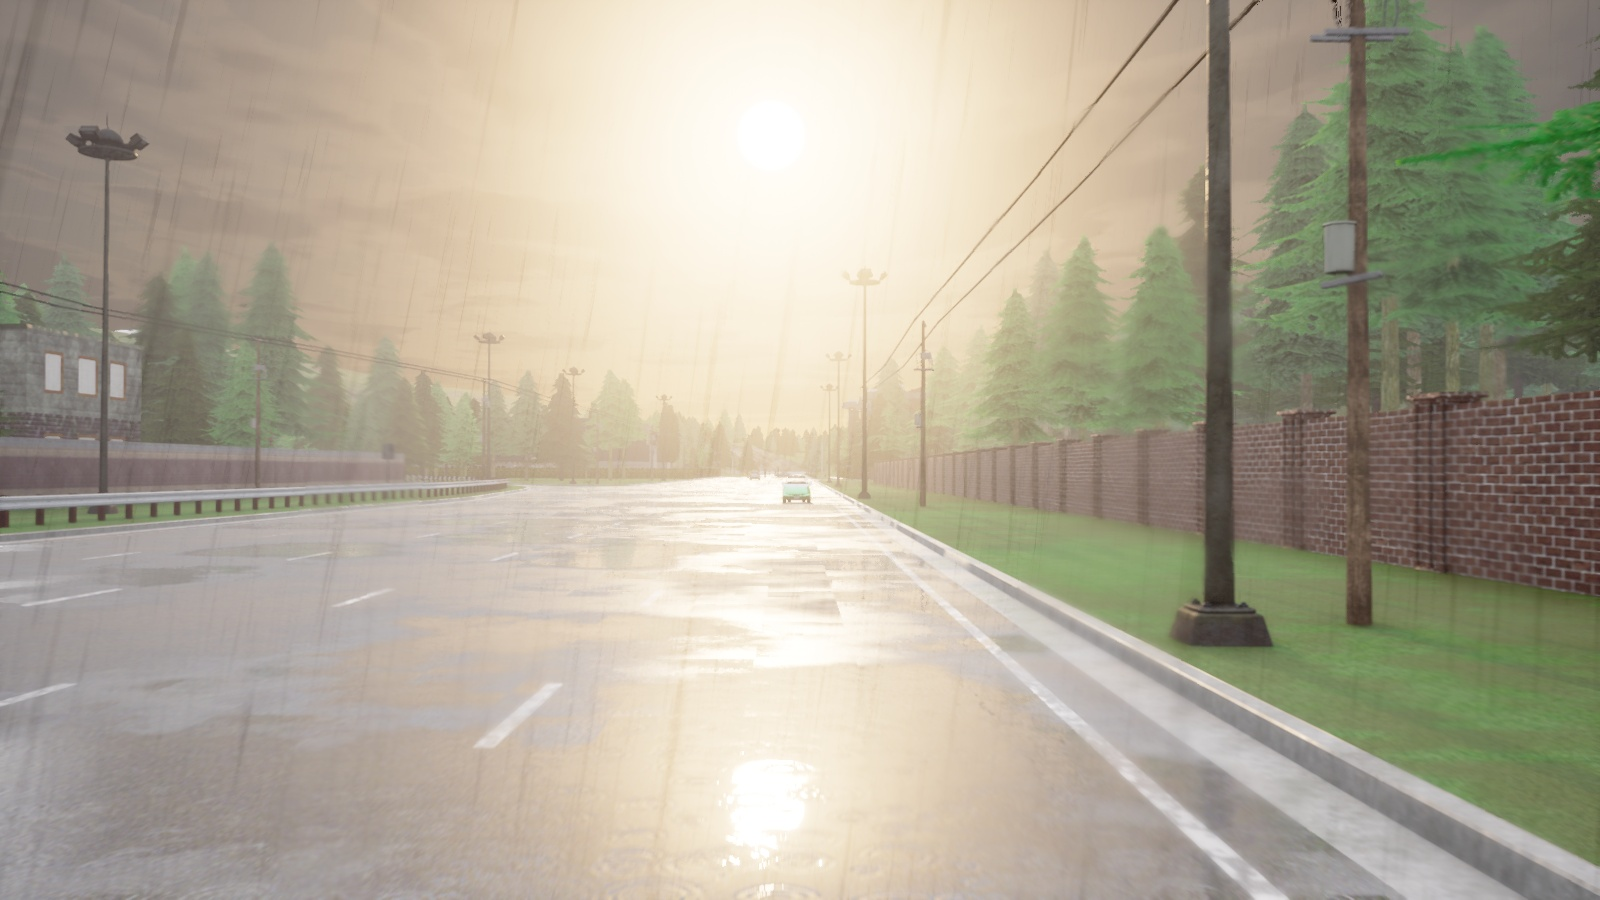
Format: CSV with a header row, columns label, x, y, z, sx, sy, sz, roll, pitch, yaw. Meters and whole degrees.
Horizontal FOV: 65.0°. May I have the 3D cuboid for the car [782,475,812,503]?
label,x,y,z,sx,sy,sz,roll,pitch,yaw
car,-0.148,1.904,61.793,1.481,1.376,2.207,0,-1,0
